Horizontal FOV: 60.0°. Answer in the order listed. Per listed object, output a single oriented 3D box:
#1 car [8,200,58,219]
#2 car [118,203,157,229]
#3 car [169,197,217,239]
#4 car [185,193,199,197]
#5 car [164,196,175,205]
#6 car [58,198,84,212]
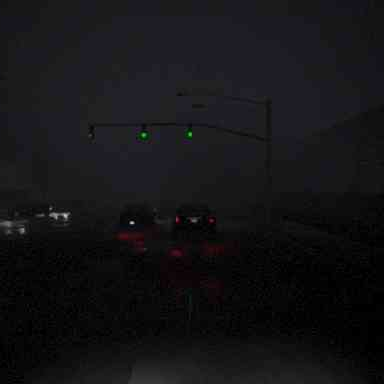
[{"bbox_3d":[-14.024,1.466,29.049,2.128,1.511,4.902,0,0,0],"label":"car"},{"bbox_3d":[-3.400,1.481,21.283,1.837,1.490,4.892,0,0,0],"label":"car"},{"bbox_3d":[0.101,1.332,17.357,2.097,1.767,4.553,0,0,0],"label":"car"},{"bbox_3d":[0.003,1.128,54.696,2.150,2.045,5.566,0,0,0],"label":"car"},{"bbox_3d":[-3.496,1.388,54.666,1.882,1.535,5.008,0,0,0],"label":"car"},{"bbox_3d":[-14.022,1.448,38.272,2.128,1.511,4.902,0,0,1],"label":"car"}]
